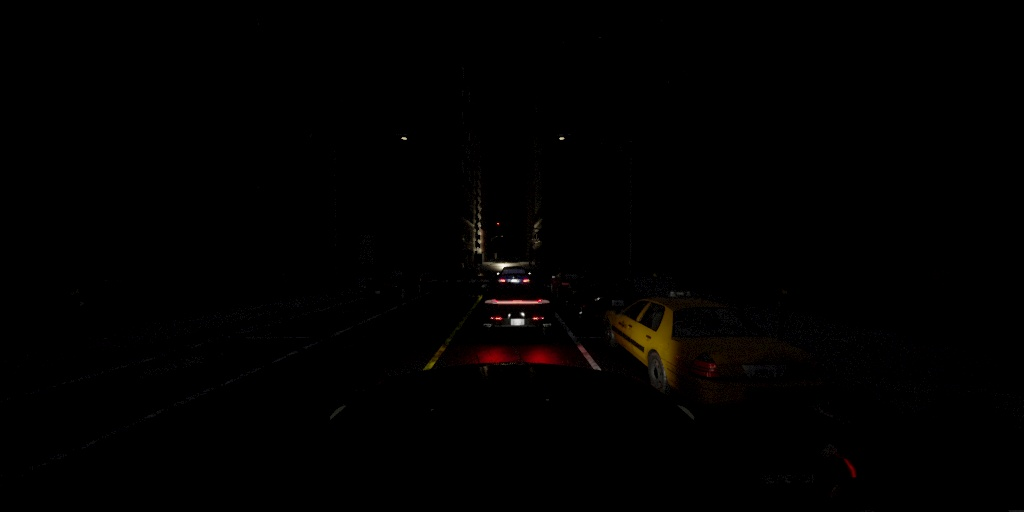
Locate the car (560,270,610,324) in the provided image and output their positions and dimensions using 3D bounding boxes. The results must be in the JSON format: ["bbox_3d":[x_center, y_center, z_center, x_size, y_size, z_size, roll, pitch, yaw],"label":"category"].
[{"bbox_3d":[2.879,1.312,11.800,1.948,1.339,4.313,0,0,0],"label":"car"}]

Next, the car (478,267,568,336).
[{"bbox_3d":[0.107,1.239,10.326,2.128,1.511,4.902,0,0,0],"label":"car"}]

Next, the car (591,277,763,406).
[{"bbox_3d":[2.876,1.274,6.384,1.751,1.417,4.829,0,0,0],"label":"car"}]

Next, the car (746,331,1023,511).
[{"bbox_3d":[2.872,1.300,0.628,2.007,1.370,4.403,0,0,0],"label":"car"}]

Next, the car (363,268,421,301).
[{"bbox_3d":[-5.663,1.290,17.388,1.888,1.381,4.507,0,0,0],"label":"car"}]
